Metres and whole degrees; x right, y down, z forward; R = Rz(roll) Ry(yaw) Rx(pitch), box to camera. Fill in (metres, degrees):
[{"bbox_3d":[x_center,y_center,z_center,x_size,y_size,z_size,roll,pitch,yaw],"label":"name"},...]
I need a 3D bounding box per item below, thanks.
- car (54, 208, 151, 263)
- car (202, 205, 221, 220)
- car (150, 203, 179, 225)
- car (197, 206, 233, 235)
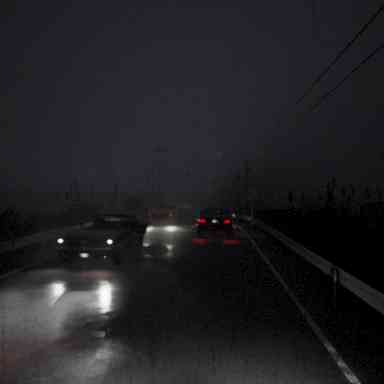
[{"bbox_3d":[-2.915,1.473,11.632,1.895,1.301,4.718,1,0,4],"label":"car"},{"bbox_3d":[2.000,2.202,34.872,1.812,1.442,4.674,1,-5,3],"label":"car"},{"bbox_3d":[-2.074,1.555,24.861,1.882,1.535,5.008,1,-2,3],"label":"car"},{"bbox_3d":[1.239,1.488,18.288,2.033,1.411,5.357,1,-1,4],"label":"car"}]
